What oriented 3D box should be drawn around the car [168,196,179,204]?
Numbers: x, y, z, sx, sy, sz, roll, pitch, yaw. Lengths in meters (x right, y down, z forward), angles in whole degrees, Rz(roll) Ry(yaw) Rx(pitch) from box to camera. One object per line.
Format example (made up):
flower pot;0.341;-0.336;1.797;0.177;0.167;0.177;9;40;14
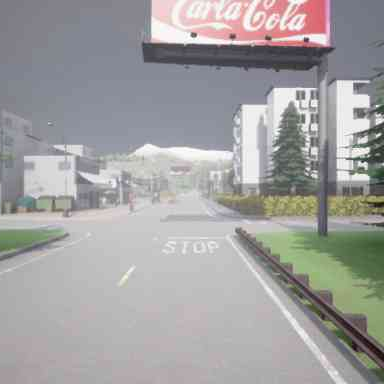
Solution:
car;-3.500;1.407;63.373;1.882;1.535;5.008;0;0;0
